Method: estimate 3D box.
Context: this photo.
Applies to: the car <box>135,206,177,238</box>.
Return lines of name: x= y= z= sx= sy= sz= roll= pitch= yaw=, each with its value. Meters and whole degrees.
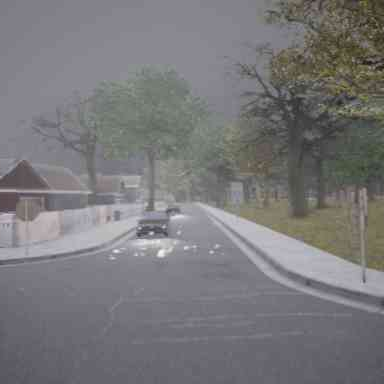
car: x=-2.213 y=1.874 z=20.536 sx=2.033 sy=1.411 sz=5.357 roll=-2 pitch=-1 yaw=-1

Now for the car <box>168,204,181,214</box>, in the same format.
car: x=-2.445 y=2.293 z=44.970 sx=1.895 sy=1.301 sz=4.718 roll=-2 pitch=-1 yaw=-1
